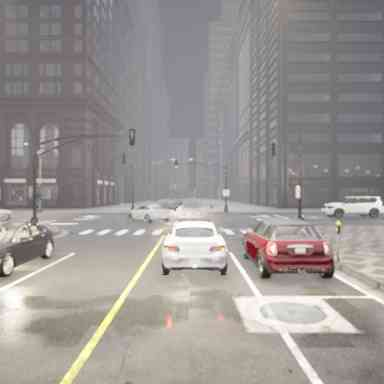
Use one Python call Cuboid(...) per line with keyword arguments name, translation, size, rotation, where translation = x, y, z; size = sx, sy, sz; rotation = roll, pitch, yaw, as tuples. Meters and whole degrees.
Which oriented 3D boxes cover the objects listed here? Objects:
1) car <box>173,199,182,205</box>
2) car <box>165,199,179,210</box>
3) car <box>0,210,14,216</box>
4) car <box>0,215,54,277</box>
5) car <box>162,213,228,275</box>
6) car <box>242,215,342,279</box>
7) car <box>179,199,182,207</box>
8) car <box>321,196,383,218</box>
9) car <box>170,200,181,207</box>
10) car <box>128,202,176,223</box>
Cuboid(name="car", translation=(-3.217, 2.222, 75.546), size=(1.994, 1.385, 4.181), rotation=(0, -1, 0))
Cuboid(name="car", translation=(-3.128, 1.924, 46.633), size=(1.812, 1.442, 4.674), rotation=(0, -1, -1))
Cuboid(name="car", translation=(-17.697, 1.814, 28.404), size=(4.674, 1.442, 1.812), rotation=(0, 0, 3))
Cuboid(name="car", translation=(-5.784, 1.637, 10.340), size=(2.008, 1.369, 4.403), rotation=(0, 0, 0))
Cuboid(name="car", translation=(0.072, 1.614, 10.699), size=(1.812, 1.442, 4.674), rotation=(0, 0, 0))
Cuboid(name="car", translation=(2.741, 1.526, 10.358), size=(1.967, 1.590, 4.097), rotation=(0, 0, 0))
Cuboid(name="car", translation=(-3.169, 1.987, 55.807), size=(1.837, 1.490, 4.892), rotation=(0, -1, 0))
Cuboid(name="car", translation=(15.434, 1.436, 31.992), size=(5.566, 2.045, 2.150), rotation=(0, 0, 0))
Cuboid(name="car", translation=(-3.159, 2.174, 65.636), size=(1.895, 1.301, 4.718), rotation=(0, -1, 0))
Cuboid(name="car", translation=(-3.609, 1.774, 27.824), size=(1.812, 1.442, 4.674), rotation=(0, -1, -37))
